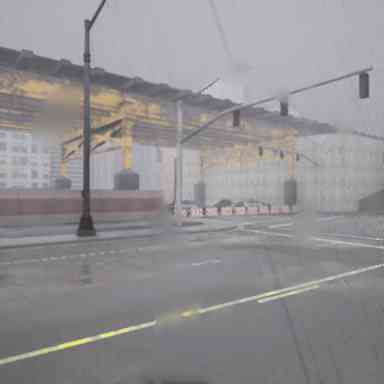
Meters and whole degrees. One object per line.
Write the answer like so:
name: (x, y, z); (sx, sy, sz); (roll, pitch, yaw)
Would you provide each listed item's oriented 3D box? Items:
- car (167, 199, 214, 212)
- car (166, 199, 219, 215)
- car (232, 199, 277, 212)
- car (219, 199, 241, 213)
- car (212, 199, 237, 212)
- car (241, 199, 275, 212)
car: (-0.125, 1.392, 34.114); (4.536, 1.218, 1.853); (0, 0, 8)
car: (-0.074, 1.549, 34.106); (4.974, 1.542, 2.038); (0, 0, 8)
car: (7.585, 1.599, 40.547); (4.974, 1.542, 2.038); (0, 0, -7)
car: (3.673, 1.572, 36.789); (2.038, 1.542, 4.974); (0, 0, 18)
car: (3.689, 1.415, 36.839); (1.853, 1.218, 4.536); (0, 0, 18)
car: (7.534, 1.441, 40.541); (4.536, 1.218, 1.853); (0, 0, -7)
